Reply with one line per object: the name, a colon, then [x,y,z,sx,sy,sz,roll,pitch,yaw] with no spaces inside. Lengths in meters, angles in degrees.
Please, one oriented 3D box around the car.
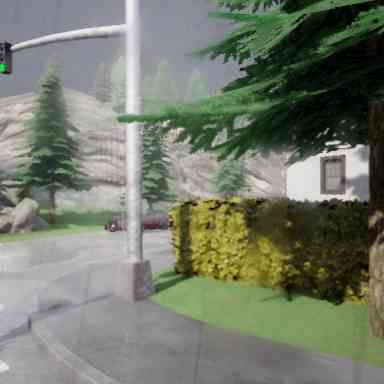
car: [-3.303,1.735,20.382,1.994,1.385,4.181,-1,-1,36]
